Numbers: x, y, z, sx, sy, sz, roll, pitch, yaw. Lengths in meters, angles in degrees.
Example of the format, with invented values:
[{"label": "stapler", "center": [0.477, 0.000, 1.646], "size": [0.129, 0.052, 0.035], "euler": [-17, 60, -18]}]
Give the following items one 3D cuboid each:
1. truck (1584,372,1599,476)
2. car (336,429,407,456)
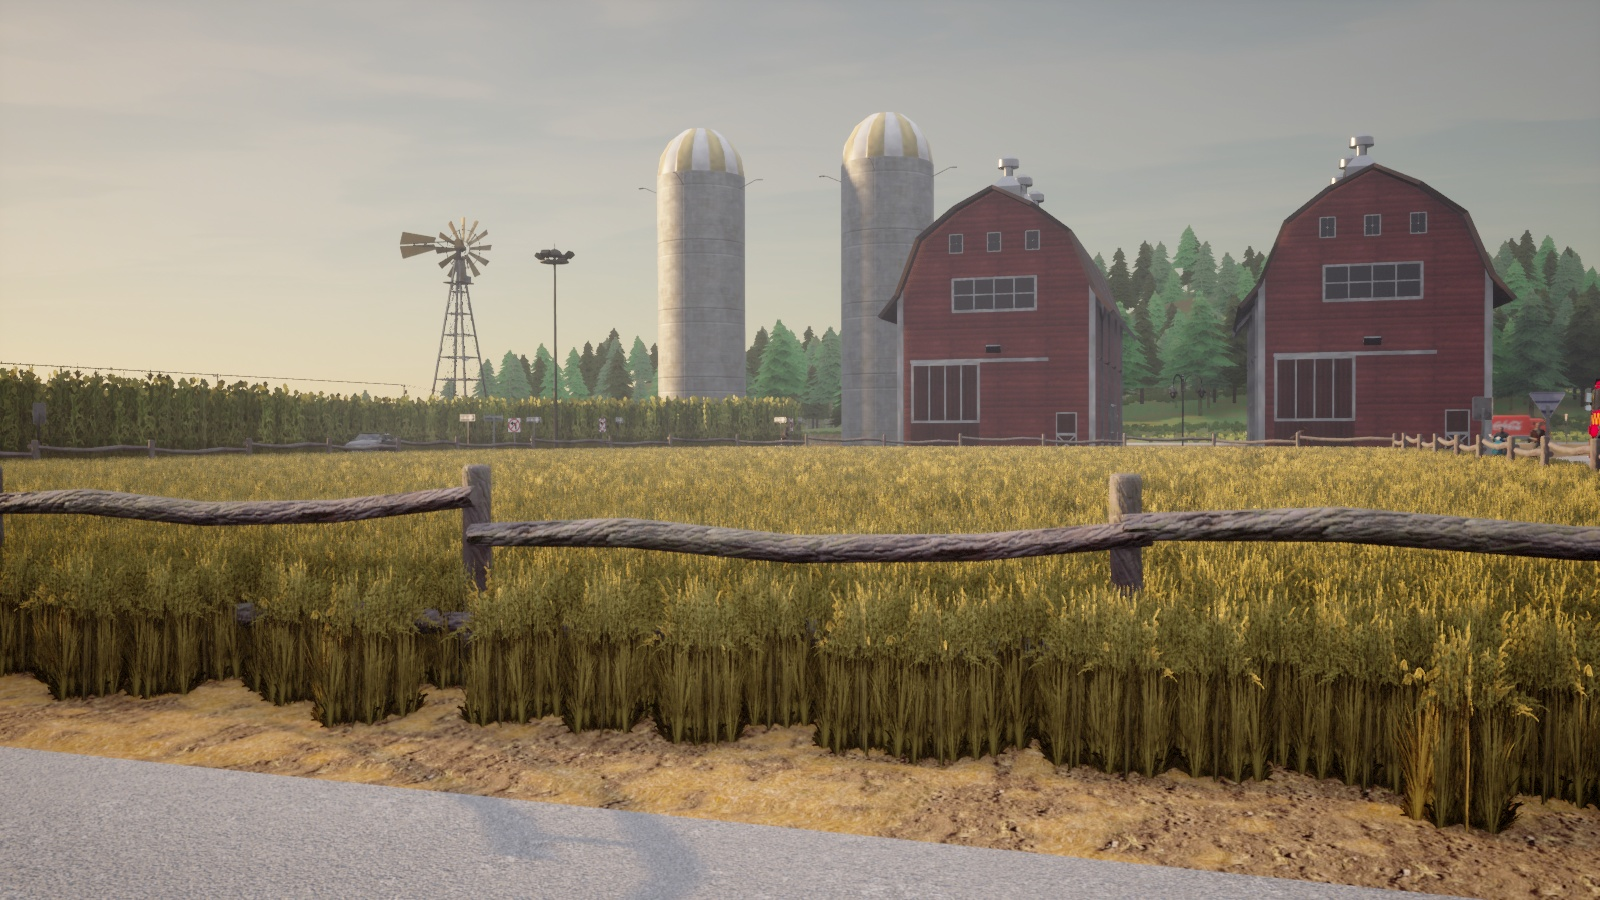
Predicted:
[{"label": "truck", "center": [30.196, -0.925, 43.805], "size": [2.891, 3.827, 8.468], "euler": [1, 1, 19]}, {"label": "car", "center": [-24.310, -0.456, 71.397], "size": [2.128, 1.511, 4.902], "euler": [0, 1, 3]}]
